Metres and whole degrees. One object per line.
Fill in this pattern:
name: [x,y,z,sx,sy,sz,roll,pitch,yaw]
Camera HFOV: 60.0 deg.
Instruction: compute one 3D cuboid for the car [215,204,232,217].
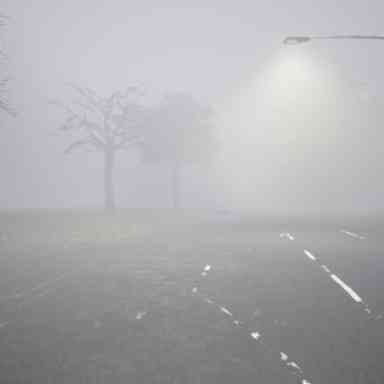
car: [3.971,2.225,41.858,1.882,1.535,5.008,-2,-1,9]
